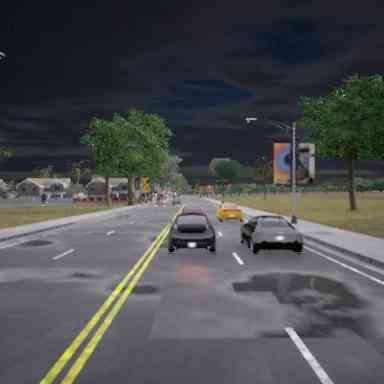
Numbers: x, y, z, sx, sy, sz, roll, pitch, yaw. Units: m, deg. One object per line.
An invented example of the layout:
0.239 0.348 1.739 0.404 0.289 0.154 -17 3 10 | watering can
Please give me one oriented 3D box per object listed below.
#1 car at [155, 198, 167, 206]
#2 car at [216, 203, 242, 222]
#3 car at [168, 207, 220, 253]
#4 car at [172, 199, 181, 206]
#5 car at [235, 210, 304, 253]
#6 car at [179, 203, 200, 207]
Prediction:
-6.498 1.954 70.024 2.097 1.767 4.553 0 0 0 | car
3.257 1.739 29.468 1.882 1.535 5.008 0 0 0 | car
0.004 1.638 14.281 1.837 1.490 4.892 0 0 0 | car
-3.248 2.138 69.994 2.033 1.411 5.357 0 0 0 | car
3.255 1.693 14.296 1.994 1.385 4.181 0 0 0 | car
0.002 1.859 29.093 1.895 1.301 4.718 0 0 0 | car
